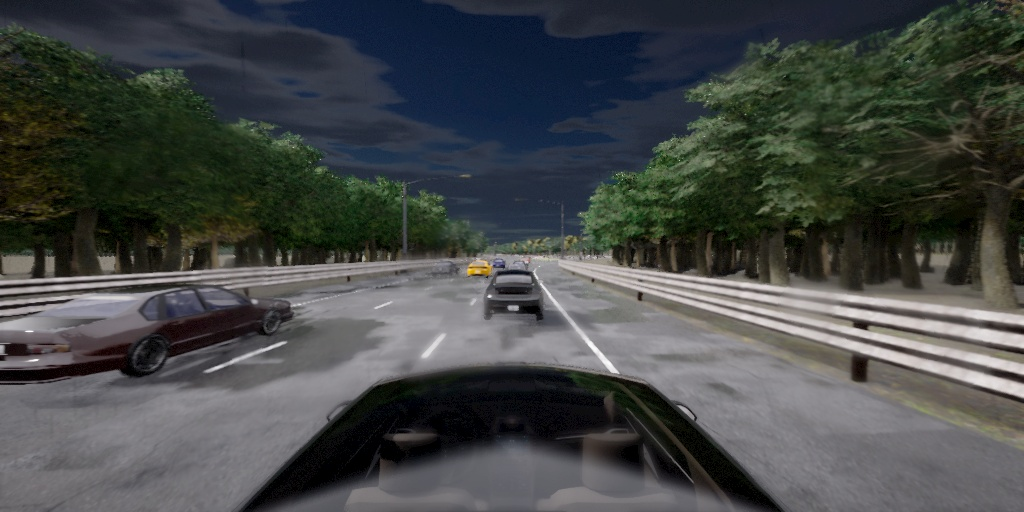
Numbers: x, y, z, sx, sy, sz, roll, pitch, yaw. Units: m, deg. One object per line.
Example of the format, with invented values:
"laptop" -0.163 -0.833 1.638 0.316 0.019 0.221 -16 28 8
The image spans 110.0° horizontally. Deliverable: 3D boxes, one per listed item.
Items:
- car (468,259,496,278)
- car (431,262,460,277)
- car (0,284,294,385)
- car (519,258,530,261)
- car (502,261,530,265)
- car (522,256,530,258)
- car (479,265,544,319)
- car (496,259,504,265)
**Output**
"car" -2.873 1.173 33.120 1.882 1.535 5.008 0 0 2
"car" -6.340 1.236 34.723 2.033 1.411 5.357 0 0 2
"car" -6.888 1.287 7.293 2.033 1.411 5.357 0 0 0
"car" 0.852 1.245 41.829 1.994 1.385 4.181 0 0 2
"car" 0.405 1.307 29.214 1.895 1.301 4.718 0 0 2
"car" 2.076 1.185 65.181 1.895 1.301 4.718 0 0 4
"car" 0.077 1.242 12.696 1.837 1.490 4.892 0 0 1
"car" -1.932 1.154 54.860 1.812 1.442 4.674 0 0 3
